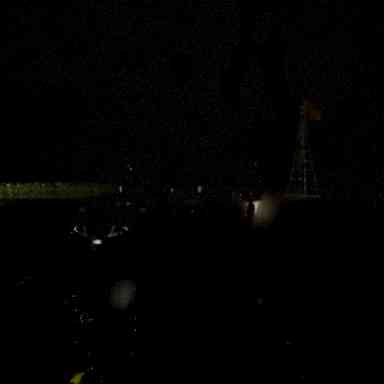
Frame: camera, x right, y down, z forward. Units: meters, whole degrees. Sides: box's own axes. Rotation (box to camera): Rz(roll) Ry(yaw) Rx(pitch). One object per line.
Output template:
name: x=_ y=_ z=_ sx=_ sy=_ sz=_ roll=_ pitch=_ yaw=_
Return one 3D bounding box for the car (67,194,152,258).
car: x=-2.850 y=1.129 z=12.778 sx=2.150 sy=2.045 sz=5.566 roll=0 pitch=0 yaw=0

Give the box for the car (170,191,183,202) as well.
car: x=-2.749 y=0.767 z=59.333 sx=2.150 sy=2.045 sz=5.566 roll=0 pitch=0 yaw=0

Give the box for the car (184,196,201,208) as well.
car: x=0.062 y=1.225 z=42.475 sx=2.033 sy=1.411 sz=5.357 roll=0 pitch=0 yaw=0

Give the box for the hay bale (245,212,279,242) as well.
hay bale: x=3.134 y=1.546 z=15.045 sx=1.220 sy=1.180 sz=1.240 roll=1 pitch=1 yaw=0

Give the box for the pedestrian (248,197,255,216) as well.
pedestrian: x=2.825 y=1.173 z=16.134 sx=0.375 sy=1.860 sz=0.375 roll=-1 pitch=1 yaw=0

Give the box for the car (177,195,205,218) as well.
car: x=0.047 y=1.273 z=27.668 sx=1.882 sy=1.535 sz=5.008 roll=0 pitch=1 yaw=0
